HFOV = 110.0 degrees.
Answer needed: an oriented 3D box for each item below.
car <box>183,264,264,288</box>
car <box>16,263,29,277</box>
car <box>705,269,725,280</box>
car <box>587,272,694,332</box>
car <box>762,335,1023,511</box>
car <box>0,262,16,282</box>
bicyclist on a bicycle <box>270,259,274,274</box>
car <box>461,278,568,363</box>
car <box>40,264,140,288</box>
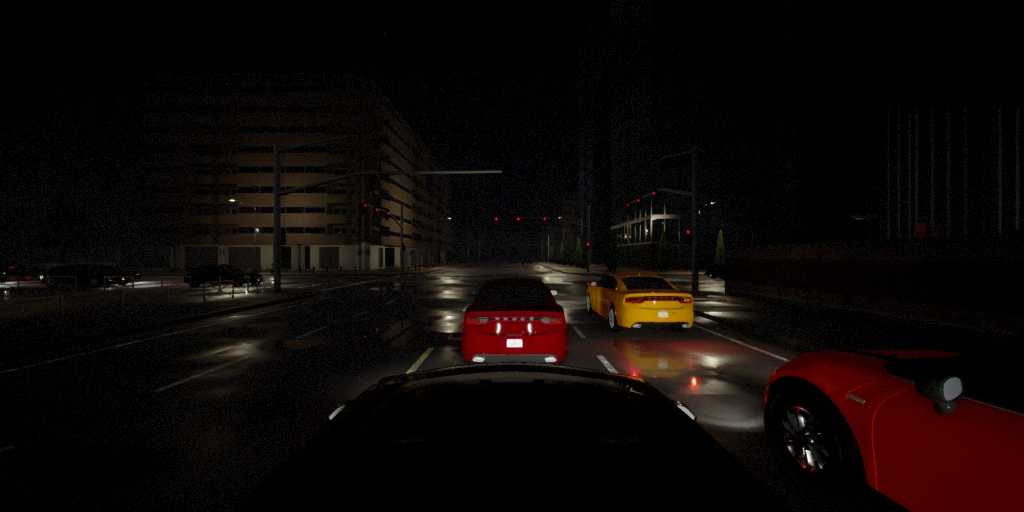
[{"bbox_3d":[-19.425,1.331,24.192,4.674,1.442,1.812,0,0,0],"label":"car"},{"bbox_3d":[-50.342,1.297,34.947,4.902,1.511,2.128,0,0,1],"label":"car"},{"bbox_3d":[19.527,1.406,31.220,4.718,1.301,1.895,0,0,0],"label":"car"},{"bbox_3d":[3.579,1.228,10.918,1.882,1.535,5.008,0,0,0],"label":"car"},{"bbox_3d":[3.600,1.102,1.772,2.097,1.767,4.553,0,0,0],"label":"car"},{"bbox_3d":[-42.245,1.331,27.780,4.674,1.442,1.812,0,0,0],"label":"car"},{"bbox_3d":[-25.531,1.106,38.680,0.582,1.620,1.656,0,0,0],"label":"bicyclist on a bicycle"},{"bbox_3d":[0.060,1.228,8.144,1.882,1.535,5.008,0,0,0],"label":"car"},{"bbox_3d":[-28.665,1.310,24.210,4.892,1.490,1.837,0,0,0],"label":"car"}]
